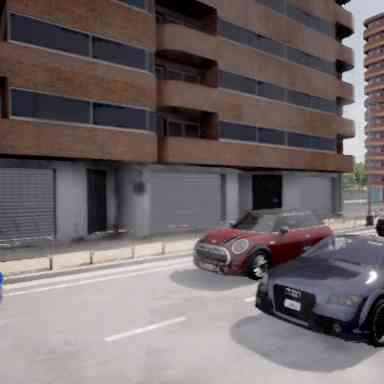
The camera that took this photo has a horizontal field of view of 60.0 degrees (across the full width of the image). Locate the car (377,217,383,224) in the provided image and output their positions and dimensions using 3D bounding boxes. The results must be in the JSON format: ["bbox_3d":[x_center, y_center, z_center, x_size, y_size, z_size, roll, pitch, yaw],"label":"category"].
[{"bbox_3d":[10.834,1.359,16.098,5.008,1.535,1.882,-2,1,-35],"label":"car"}]

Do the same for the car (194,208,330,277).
[{"bbox_3d":[2.250,1.325,9.933,4.553,1.767,2.097,-1,0,-36],"label":"car"}]

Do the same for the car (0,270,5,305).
[{"bbox_3d":[-5.597,1.279,4.275,5.566,2.045,2.150,-1,0,-36],"label":"car"}]

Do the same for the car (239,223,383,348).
[{"bbox_3d":[3.162,1.530,6.273,4.181,1.385,1.994,-1,0,-36],"label":"car"}]
